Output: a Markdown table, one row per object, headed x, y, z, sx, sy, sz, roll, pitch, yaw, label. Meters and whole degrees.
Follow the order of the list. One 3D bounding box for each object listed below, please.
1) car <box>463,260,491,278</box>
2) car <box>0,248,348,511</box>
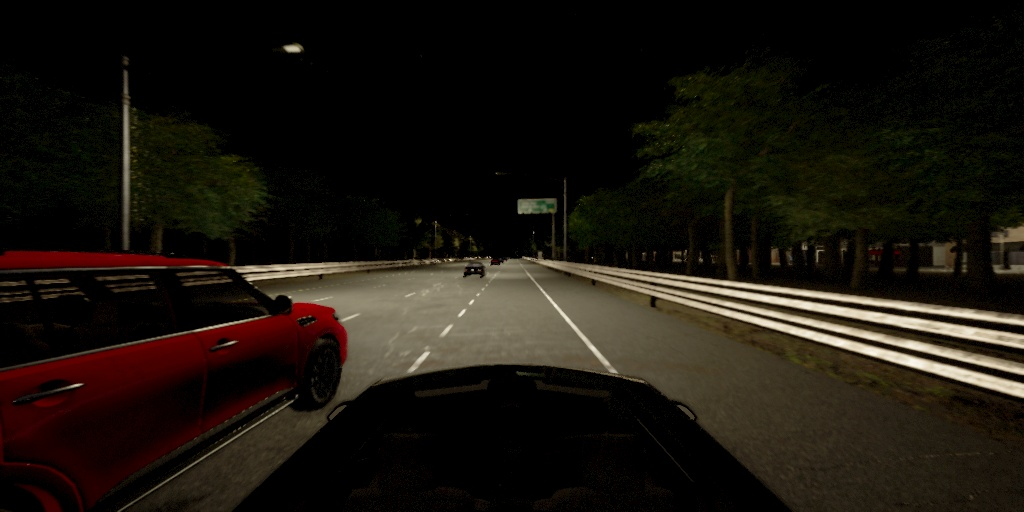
| x | y | z | sx | sy | sz | roll | pitch | yaw | label |
| --- | --- | --- | --- | --- | --- | --- | --- | --- | --- |
| -3.464 | 1.297 | 34.050 | 2.033 | 1.411 | 5.357 | 0 | 0 | 0 | car |
| -3.503 | 0.971 | 2.959 | 2.150 | 2.045 | 5.566 | 0 | 0 | 0 | car |
